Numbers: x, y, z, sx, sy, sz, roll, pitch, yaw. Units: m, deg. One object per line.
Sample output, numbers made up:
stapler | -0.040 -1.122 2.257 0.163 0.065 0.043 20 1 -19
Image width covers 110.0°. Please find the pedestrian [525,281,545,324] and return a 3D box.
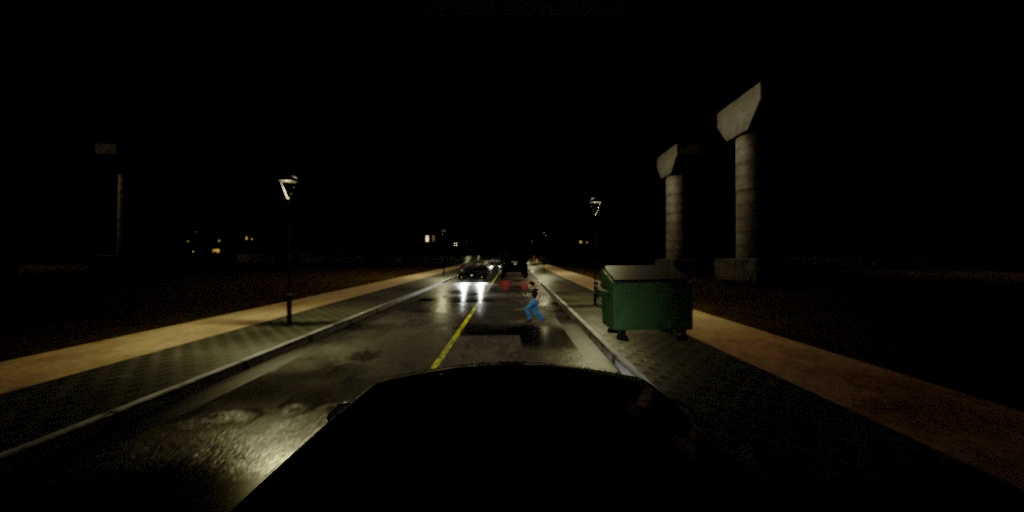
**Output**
pedestrian | 0.647 1.268 10.231 0.375 1.300 0.375 1 -1 0

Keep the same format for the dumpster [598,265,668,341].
dumpster | 3.018 1.096 9.204 1.020 1.700 1.940 0 0 0

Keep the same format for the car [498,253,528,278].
car | 0.144 0.764 31.356 2.150 2.045 5.566 0 -1 -2

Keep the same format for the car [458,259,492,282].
car | -2.813 1.145 27.033 1.994 1.385 4.181 0 0 0

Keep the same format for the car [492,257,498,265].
car | -2.729 0.853 61.681 1.812 1.442 4.674 0 0 1
